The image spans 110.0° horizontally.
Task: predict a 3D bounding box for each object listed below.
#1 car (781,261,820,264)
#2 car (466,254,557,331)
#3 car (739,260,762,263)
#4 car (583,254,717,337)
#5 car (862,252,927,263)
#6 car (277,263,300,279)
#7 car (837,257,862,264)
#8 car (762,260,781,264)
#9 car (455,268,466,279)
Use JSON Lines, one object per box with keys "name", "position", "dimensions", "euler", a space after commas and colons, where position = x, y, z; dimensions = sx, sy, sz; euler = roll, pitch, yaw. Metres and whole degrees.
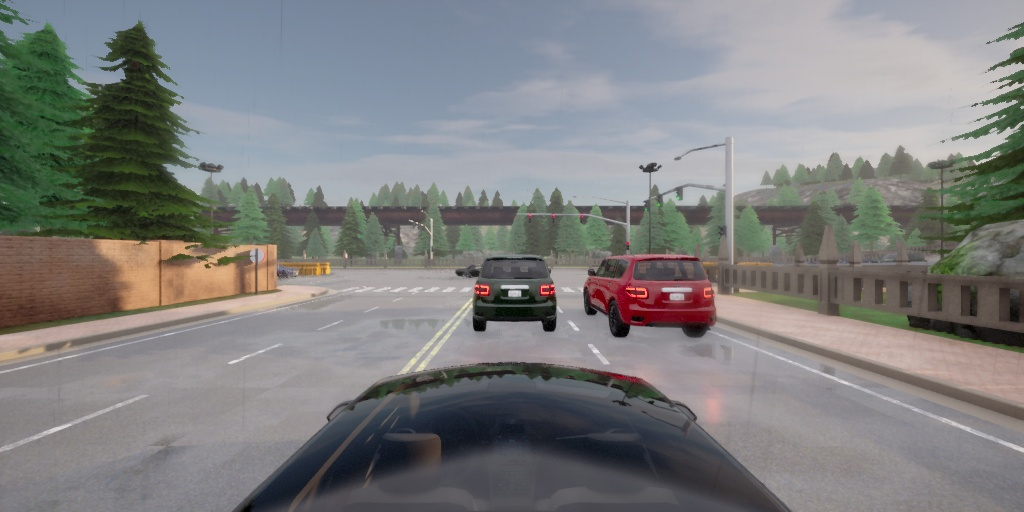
{"name": "car", "position": [34.741, 1.302, 42.068], "dimensions": [4.181, 1.385, 1.994], "euler": [0, 0, 0]}
{"name": "car", "position": [0.070, 0.971, 11.063], "dimensions": [2.150, 2.045, 5.566], "euler": [0, 0, 0]}
{"name": "car", "position": [25.828, 1.241, 42.097], "dimensions": [4.902, 1.511, 2.128], "euler": [0, 0, 0]}
{"name": "car", "position": [3.570, 0.971, 10.386], "dimensions": [2.150, 2.045, 5.566], "euler": [0, 0, 0]}
{"name": "car", "position": [45.137, 0.669, 42.055], "dimensions": [5.566, 2.045, 2.150], "euler": [-3, 0, -1]}
{"name": "car", "position": [-21.287, 1.276, 31.653], "dimensions": [4.674, 1.442, 1.812], "euler": [0, 0, 0]}
{"name": "car", "position": [41.756, 1.081, 45.553], "dimensions": [4.902, 1.511, 2.128], "euler": [-2, 0, 0]}
{"name": "car", "position": [31.376, 1.297, 45.588], "dimensions": [5.357, 1.411, 2.033], "euler": [0, 0, 0]}
{"name": "car", "position": [-2.545, 1.351, 31.548], "dimensions": [4.718, 1.301, 1.895], "euler": [0, 0, 0]}
